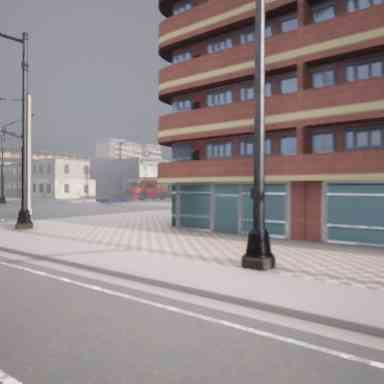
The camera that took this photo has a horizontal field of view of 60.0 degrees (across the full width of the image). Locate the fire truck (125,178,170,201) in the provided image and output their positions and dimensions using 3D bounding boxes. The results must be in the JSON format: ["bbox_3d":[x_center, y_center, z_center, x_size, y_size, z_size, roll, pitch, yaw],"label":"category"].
[{"bbox_3d":[-7.555,-0.511,57.142,2.891,3.827,8.468,1,1,37],"label":"fire truck"}]

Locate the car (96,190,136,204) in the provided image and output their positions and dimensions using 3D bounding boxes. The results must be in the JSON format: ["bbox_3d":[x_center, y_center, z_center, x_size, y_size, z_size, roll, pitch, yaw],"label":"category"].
[{"bbox_3d":[-10.923,0.907,46.921,2.033,1.411,5.357,1,1,37],"label":"car"}]
